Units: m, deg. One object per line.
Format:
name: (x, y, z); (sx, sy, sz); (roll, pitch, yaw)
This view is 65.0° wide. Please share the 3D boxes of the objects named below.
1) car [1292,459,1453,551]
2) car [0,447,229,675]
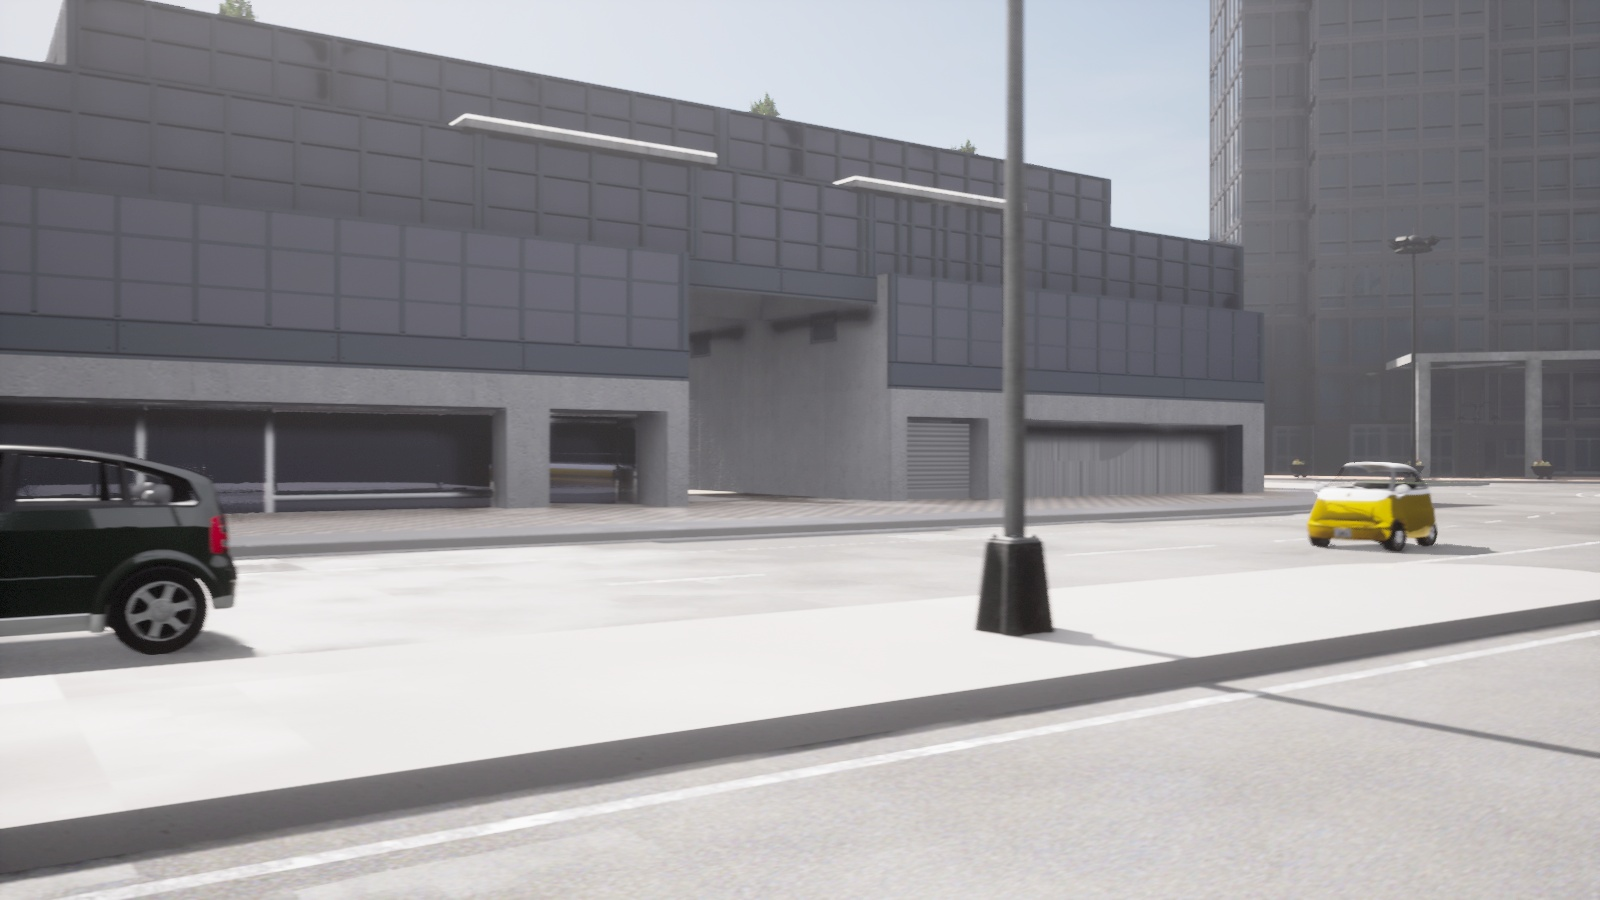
car: (9.140, 0.831, 20.034); (2.207, 1.376, 1.481); (0, 0, -38)
car: (-6.286, 0.759, 9.028); (3.705, 1.549, 1.789); (0, 0, -35)
